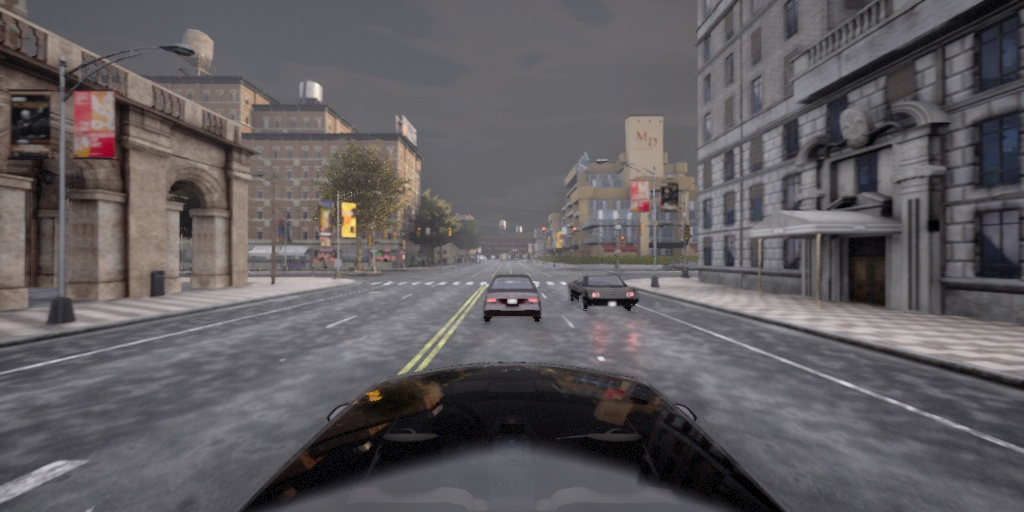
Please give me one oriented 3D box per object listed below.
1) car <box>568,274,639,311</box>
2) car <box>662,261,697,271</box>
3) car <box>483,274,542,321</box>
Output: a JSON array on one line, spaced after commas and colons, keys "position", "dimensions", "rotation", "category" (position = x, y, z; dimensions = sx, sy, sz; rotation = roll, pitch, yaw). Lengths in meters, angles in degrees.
[{"position": [3.500, 1.393, 14.734], "dimensions": [1.895, 1.301, 4.718], "rotation": [0, 0, 0], "category": "car"}, {"position": [24.598, 1.407, 52.636], "dimensions": [4.902, 1.511, 2.128], "rotation": [0, 0, 0], "category": "car"}, {"position": [0.004, 1.333, 12.632], "dimensions": [2.033, 1.411, 5.357], "rotation": [0, 0, 0], "category": "car"}]
